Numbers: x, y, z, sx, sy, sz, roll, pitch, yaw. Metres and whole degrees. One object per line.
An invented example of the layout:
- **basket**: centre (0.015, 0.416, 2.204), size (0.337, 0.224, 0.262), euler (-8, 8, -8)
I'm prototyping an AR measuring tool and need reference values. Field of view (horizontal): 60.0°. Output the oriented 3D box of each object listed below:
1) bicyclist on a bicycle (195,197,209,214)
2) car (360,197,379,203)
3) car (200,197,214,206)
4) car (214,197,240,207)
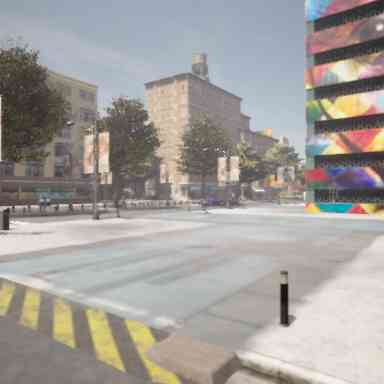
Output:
- **bicyclist on a bicycle**: centre (0.963, 1.337, 32.592), size (1.656, 1.620, 0.582), euler (0, 0, 36)
- **car**: centre (24.280, 1.448, 45.233), size (2.161, 1.482, 4.786), euler (0, 0, 36)
- **car**: centre (3.038, 1.586, 54.816), size (1.812, 1.442, 4.674), euler (0, 0, 36)
- **car**: centre (5.870, 1.582, 52.759), size (1.812, 1.442, 4.674), euler (0, 0, 36)
